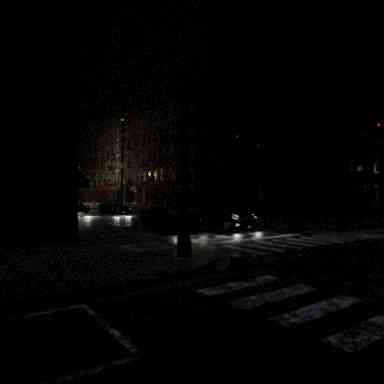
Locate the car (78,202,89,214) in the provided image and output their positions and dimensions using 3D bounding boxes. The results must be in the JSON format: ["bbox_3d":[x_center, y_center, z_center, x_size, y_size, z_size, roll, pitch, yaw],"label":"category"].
[{"bbox_3d":[-12.847,1.721,36.494,1.895,1.301,4.718,1,0,-36],"label":"car"}]

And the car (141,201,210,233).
[{"bbox_3d":[-1.374,1.567,20.570,1.882,1.535,5.008,1,0,-37],"label":"car"}]

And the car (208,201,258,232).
[{"bbox_3d":[2.083,1.467,21.350,2.097,1.767,4.553,1,0,-36],"label":"car"}]

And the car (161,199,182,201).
[{"bbox_3d":[-2.419,1.512,33.474,2.097,1.767,4.553,1,0,-36],"label":"car"}]

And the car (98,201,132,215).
[{"bbox_3d":[-8.445,1.688,35.939,2.033,1.411,5.357,1,0,-36],"label":"car"}]
